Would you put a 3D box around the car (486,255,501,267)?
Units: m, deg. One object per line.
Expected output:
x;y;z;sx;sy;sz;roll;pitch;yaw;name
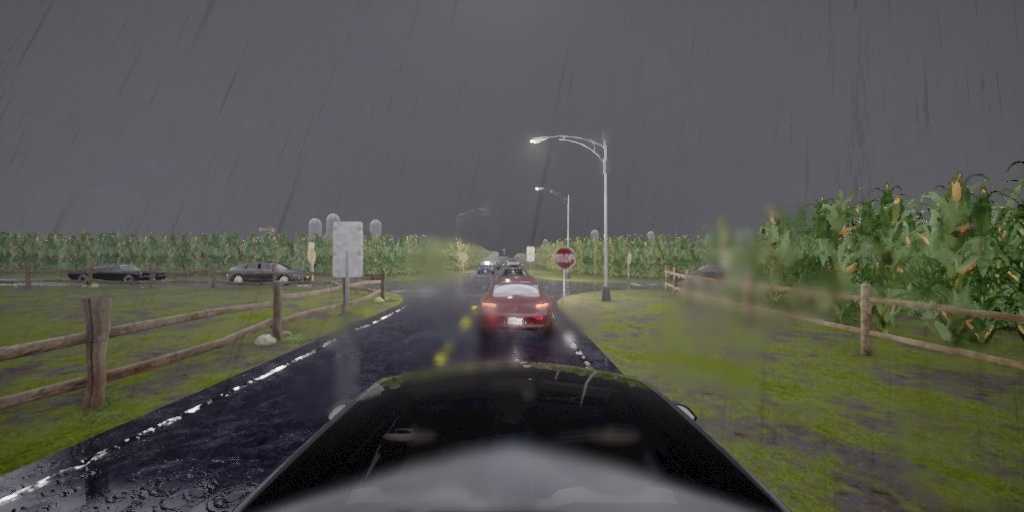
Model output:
-2.811;0.925;51.032;2.150;2.045;5.566;0;0;0;car

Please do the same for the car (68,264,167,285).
-25.533;1.184;23.353;4.718;1.301;1.895;0;-1;0;car

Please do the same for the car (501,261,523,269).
0.115;1.225;36.612;1.837;1.490;4.892;0;0;0;car

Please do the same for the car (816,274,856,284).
25.125;1.147;25.784;5.566;2.045;2.150;0;-1;1;car

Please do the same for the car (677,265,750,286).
14.462;1.357;25.892;4.892;1.490;1.837;0;-1;1;car

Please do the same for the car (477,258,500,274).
-2.826;1.264;40.694;2.033;1.411;5.357;0;0;0;car

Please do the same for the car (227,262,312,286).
-15.656;1.141;23.252;4.892;1.490;1.837;0;-1;1;car

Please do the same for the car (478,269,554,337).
0.101;1.271;10.153;1.812;1.442;4.674;0;0;0;car
